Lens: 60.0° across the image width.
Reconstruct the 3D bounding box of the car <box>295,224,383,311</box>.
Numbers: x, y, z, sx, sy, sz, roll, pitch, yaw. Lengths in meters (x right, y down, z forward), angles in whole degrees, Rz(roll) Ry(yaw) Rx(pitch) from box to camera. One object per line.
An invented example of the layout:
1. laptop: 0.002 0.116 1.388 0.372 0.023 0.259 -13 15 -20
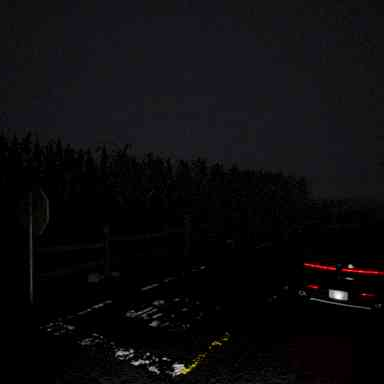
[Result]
1. car: 3.804 1.498 7.676 1.837 1.490 4.892 0 0 33
